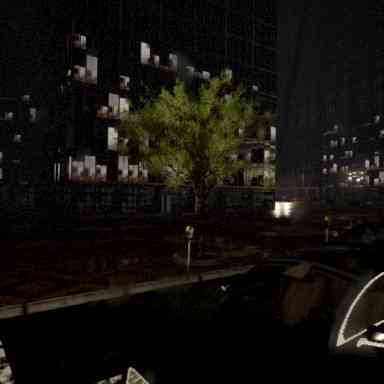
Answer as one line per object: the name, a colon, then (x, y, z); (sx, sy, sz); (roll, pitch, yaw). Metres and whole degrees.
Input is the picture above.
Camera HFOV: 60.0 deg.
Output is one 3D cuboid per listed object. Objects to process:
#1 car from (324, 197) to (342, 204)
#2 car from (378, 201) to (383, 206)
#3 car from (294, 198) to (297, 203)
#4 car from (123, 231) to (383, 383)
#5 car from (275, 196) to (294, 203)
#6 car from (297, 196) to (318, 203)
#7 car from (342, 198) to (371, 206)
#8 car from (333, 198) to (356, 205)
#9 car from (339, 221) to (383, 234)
car: (27.708, 1.692, 64.537); (1.967, 1.590, 4.097); (1, -1, -20)
car: (36.965, 1.894, 62.171); (1.752, 1.417, 4.829); (1, -1, -20)
car: (27.392, 2.128, 88.273); (1.802, 1.307, 4.206); (1, -1, -20)
car: (1.606, 1.507, 3.970); (4.892, 1.490, 1.837); (0, 0, -35)
car: (21.931, 1.799, 80.287); (1.967, 1.590, 4.097); (1, -1, -20)
car: (29.322, 1.825, 83.024); (2.192, 1.841, 5.009); (1, -1, -20)
car: (29.631, 1.767, 59.285); (2.008, 1.369, 4.403); (1, -1, -20)
car: (33.171, 1.989, 72.516); (2.008, 1.369, 4.403); (1, -1, -20)
car: (5.555, 1.574, 9.817); (4.313, 1.339, 1.947); (0, 1, -34)
